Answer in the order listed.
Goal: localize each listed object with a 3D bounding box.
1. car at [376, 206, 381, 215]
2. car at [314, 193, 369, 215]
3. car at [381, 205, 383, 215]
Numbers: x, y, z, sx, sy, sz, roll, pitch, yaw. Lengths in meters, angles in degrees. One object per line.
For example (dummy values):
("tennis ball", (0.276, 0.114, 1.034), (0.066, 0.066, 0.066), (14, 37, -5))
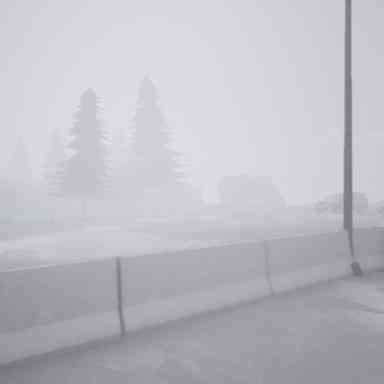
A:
("car", (18.999, 1.464, 30.174), (4.718, 1.301, 1.895), (0, 0, -23))
("car", (14.410, 1.080, 31.960), (5.566, 2.045, 2.150), (0, 0, -24))
("car", (17.211, 1.235, 25.513), (4.553, 1.767, 2.097), (0, 0, -24))
